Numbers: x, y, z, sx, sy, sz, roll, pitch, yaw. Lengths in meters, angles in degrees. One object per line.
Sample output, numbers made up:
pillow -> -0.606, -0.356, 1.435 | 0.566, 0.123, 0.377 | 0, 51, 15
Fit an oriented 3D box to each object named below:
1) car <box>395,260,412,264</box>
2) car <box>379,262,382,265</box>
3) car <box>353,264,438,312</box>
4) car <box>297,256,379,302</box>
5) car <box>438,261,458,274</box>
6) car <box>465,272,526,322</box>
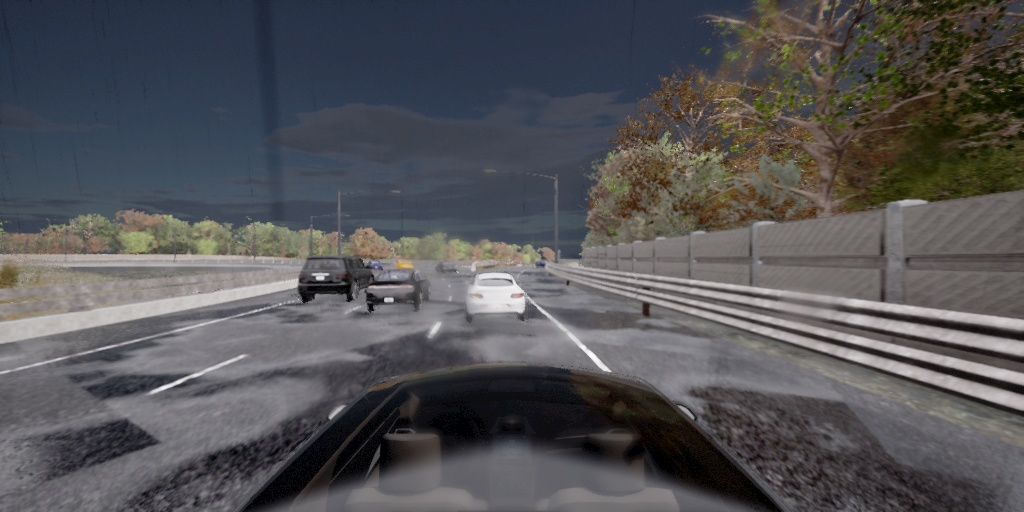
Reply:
car -> -15.210, 1.298, 50.198 | 1.882, 1.535, 5.008 | 0, 0, -26
car -> -19.620, 1.362, 51.065 | 1.812, 1.442, 4.674 | 0, 0, -28
car -> -4.392, 1.261, 14.429 | 2.128, 1.511, 4.902 | 0, 0, -6
car -> -8.304, 1.007, 17.413 | 2.150, 2.045, 5.566 | 0, 0, -9
car -> -7.740, 1.334, 42.068 | 2.033, 1.411, 5.357 | -1, 0, -21
car -> -0.633, 1.281, 12.339 | 1.812, 1.442, 4.674 | 0, 0, -6
